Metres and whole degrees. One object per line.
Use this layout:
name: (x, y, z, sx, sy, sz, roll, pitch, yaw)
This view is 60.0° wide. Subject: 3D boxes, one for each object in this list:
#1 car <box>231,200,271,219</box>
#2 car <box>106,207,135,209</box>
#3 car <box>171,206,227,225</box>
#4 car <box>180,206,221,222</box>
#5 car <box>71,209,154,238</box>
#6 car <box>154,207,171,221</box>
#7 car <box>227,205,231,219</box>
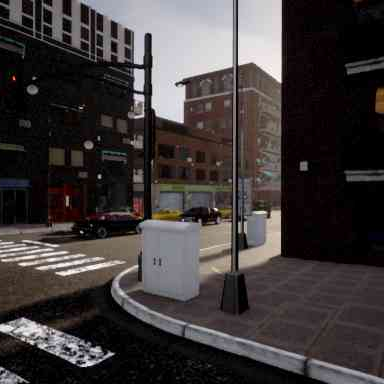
car: (6.753, 1.878, 36.022, 2.150, 2.045, 5.566, 0, -1, 35)
car: (-5.416, 1.758, 23.141, 1.967, 1.590, 4.097, -1, -2, 35)
car: (0.700, 1.962, 27.349, 1.837, 1.490, 4.892, 0, -1, 35)
car: (0.905, 2.092, 32.196, 1.947, 1.339, 4.313, -1, -2, 35)
car: (-4.667, 1.881, 19.663, 1.895, 1.301, 4.718, 0, -1, 35)
car: (-2.353, 1.944, 27.528, 1.752, 1.417, 4.829, -1, -2, 35)
car: (3.969, 2.153, 36.587, 1.752, 1.417, 4.829, -1, -2, 35)
